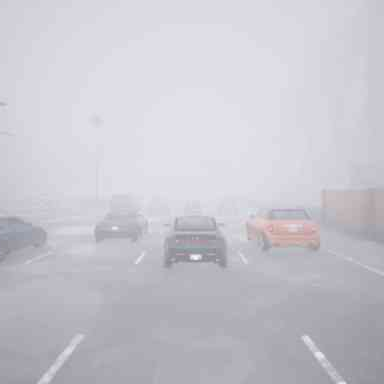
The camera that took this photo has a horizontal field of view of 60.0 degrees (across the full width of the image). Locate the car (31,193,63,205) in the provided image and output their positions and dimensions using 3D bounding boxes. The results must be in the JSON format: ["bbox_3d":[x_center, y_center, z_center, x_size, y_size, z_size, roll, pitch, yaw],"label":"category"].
[{"bbox_3d":[-24.488,1.186,56.512,2.150,2.045,5.566,0,0,0],"label":"car"}]

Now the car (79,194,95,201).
[{"bbox_3d":[-24.332,1.342,76.932,2.128,1.511,4.902,0,1,0],"label":"car"}]

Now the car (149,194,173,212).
[{"bbox_3d":[-3.398,1.356,35.742,2.097,1.767,4.553,0,0,0],"label":"car"}]

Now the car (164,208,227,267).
[{"bbox_3d":[0.101,1.507,11.424,1.837,1.490,4.892,0,0,0],"label":"car"}]

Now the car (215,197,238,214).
[{"bbox_3d":[3.602,1.356,35.705,2.097,1.767,4.553,0,0,0],"label":"car"}]

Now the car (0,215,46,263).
[{"bbox_3d":[-6.906,1.527,11.803,1.812,1.442,4.674,0,0,0],"label":"car"}]

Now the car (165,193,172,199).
[{"bbox_3d":[-6.687,1.037,95.298,1.837,1.490,4.892,0,1,0],"label":"car"}]

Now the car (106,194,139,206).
[{"bbox_3d":[-6.899,1.227,34.482,2.150,2.045,5.566,0,0,0],"label":"car"}]

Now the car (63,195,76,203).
[{"bbox_3d":[-24.412,1.444,66.629,2.128,1.511,4.902,0,0,0],"label":"car"}]

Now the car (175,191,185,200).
[{"bbox_3d":[-3.269,1.202,84.860,1.837,1.490,4.892,0,1,0],"label":"car"}]

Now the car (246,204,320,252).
[{"bbox_3d":[3.601,1.354,13.992,2.097,1.767,4.553,0,0,0],"label":"car"}]

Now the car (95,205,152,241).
[{"bbox_3d":[-3.399,1.567,16.634,1.994,1.385,4.181,0,0,0],"label":"car"}]

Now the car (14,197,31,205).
[{"bbox_3d":[-27.990,1.566,56.268,1.895,1.301,4.718,0,0,0],"label":"car"}]

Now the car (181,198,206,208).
[{"bbox_3d":[0.101,1.552,32.124,2.033,1.411,5.357,0,0,0],"label":"car"}]

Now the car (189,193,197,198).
[{"bbox_3d":[0.231,1.180,84.830,1.882,1.535,5.008,0,1,0],"label":"car"}]

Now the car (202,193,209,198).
[{"bbox_3d":[3.812,1.033,95.221,2.033,1.411,5.357,0,1,0],"label":"car"}]

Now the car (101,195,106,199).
[{"bbox_3d":[-17.417,1.399,65.955,1.882,1.535,5.008,0,0,0],"label":"car"}]

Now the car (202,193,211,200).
[{"bbox_3d":[3.734,1.252,85.216,1.994,1.385,4.181,0,1,0],"label":"car"}]

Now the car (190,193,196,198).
[{"bbox_3d":[0.312,1.017,95.248,1.812,1.442,4.674,0,1,0],"label":"car"}]

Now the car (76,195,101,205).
[{"bbox_3d":[-17.490,1.470,56.246,1.837,1.490,4.892,0,0,0],"label":"car"}]

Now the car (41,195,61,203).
[{"bbox_3d":[-27.917,1.402,66.009,1.882,1.535,5.008,0,0,0],"label":"car"}]

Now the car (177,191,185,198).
[{"bbox_3d":[-3.187,0.718,95.300,2.150,2.045,5.566,0,1,0],"label":"car"}]

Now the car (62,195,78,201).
[{"bbox_3d":[-27.837,1.420,76.292,1.895,1.301,4.718,0,1,0],"label":"car"}]

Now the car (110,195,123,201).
[{"bbox_3d":[-17.337,1.348,76.245,1.812,1.442,4.674,0,1,0],"label":"car"}]
